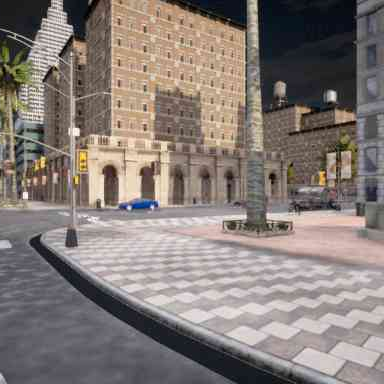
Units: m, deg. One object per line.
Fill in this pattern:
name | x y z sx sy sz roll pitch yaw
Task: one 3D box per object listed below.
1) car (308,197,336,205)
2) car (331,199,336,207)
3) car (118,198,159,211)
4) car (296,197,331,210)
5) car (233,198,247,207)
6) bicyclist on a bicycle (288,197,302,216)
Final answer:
car | 23.733 1.600 60.696 5.357 1.411 2.033 0 0 -34
car | 19.304 1.505 49.313 4.892 1.490 1.837 0 0 -34
car | -6.546 1.478 40.901 5.008 1.535 1.882 0 0 -33
car | 15.233 1.564 42.338 4.181 1.385 1.994 0 0 -33
car | 8.872 1.547 50.961 5.357 1.411 2.033 0 0 -33
bicyclist on a bicycle | 9.170 1.301 29.683 0.582 1.620 1.656 0 0 -33
